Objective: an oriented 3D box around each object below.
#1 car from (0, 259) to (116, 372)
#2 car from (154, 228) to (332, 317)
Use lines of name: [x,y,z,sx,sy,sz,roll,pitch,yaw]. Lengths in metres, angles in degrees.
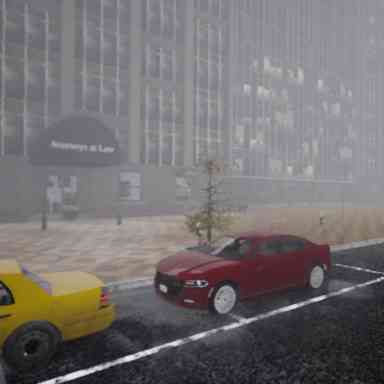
car: [-3.426,1.525,4.106,4.829,1.417,1.752,0,1,-36]
car: [1.306,1.547,7.482,4.507,1.381,1.887,0,1,-36]
